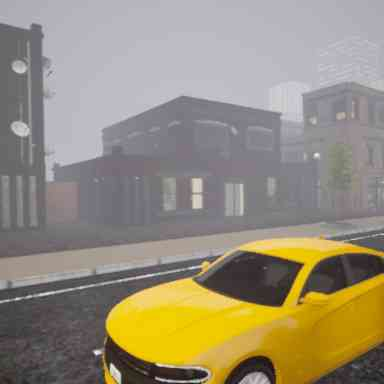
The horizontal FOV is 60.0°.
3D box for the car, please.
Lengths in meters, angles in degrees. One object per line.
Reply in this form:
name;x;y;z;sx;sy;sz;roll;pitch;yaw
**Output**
car;1.311;1.435;4.614;5.008;1.535;1.882;-1;0;-35
